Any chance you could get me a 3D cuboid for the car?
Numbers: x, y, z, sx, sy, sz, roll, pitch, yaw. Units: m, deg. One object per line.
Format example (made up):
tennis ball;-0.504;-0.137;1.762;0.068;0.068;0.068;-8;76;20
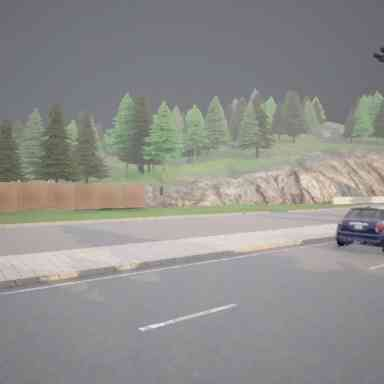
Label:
car;7.989;1.352;13.744;4.553;1.767;2.097;0;0;-36
